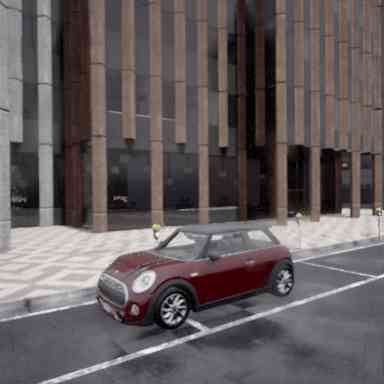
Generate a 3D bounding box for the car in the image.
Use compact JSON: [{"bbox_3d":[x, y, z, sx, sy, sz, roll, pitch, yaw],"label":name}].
[{"bbox_3d":[0.187,1.411,6.788,4.097,1.590,1.967,-1,0,-36],"label":"car"}]
